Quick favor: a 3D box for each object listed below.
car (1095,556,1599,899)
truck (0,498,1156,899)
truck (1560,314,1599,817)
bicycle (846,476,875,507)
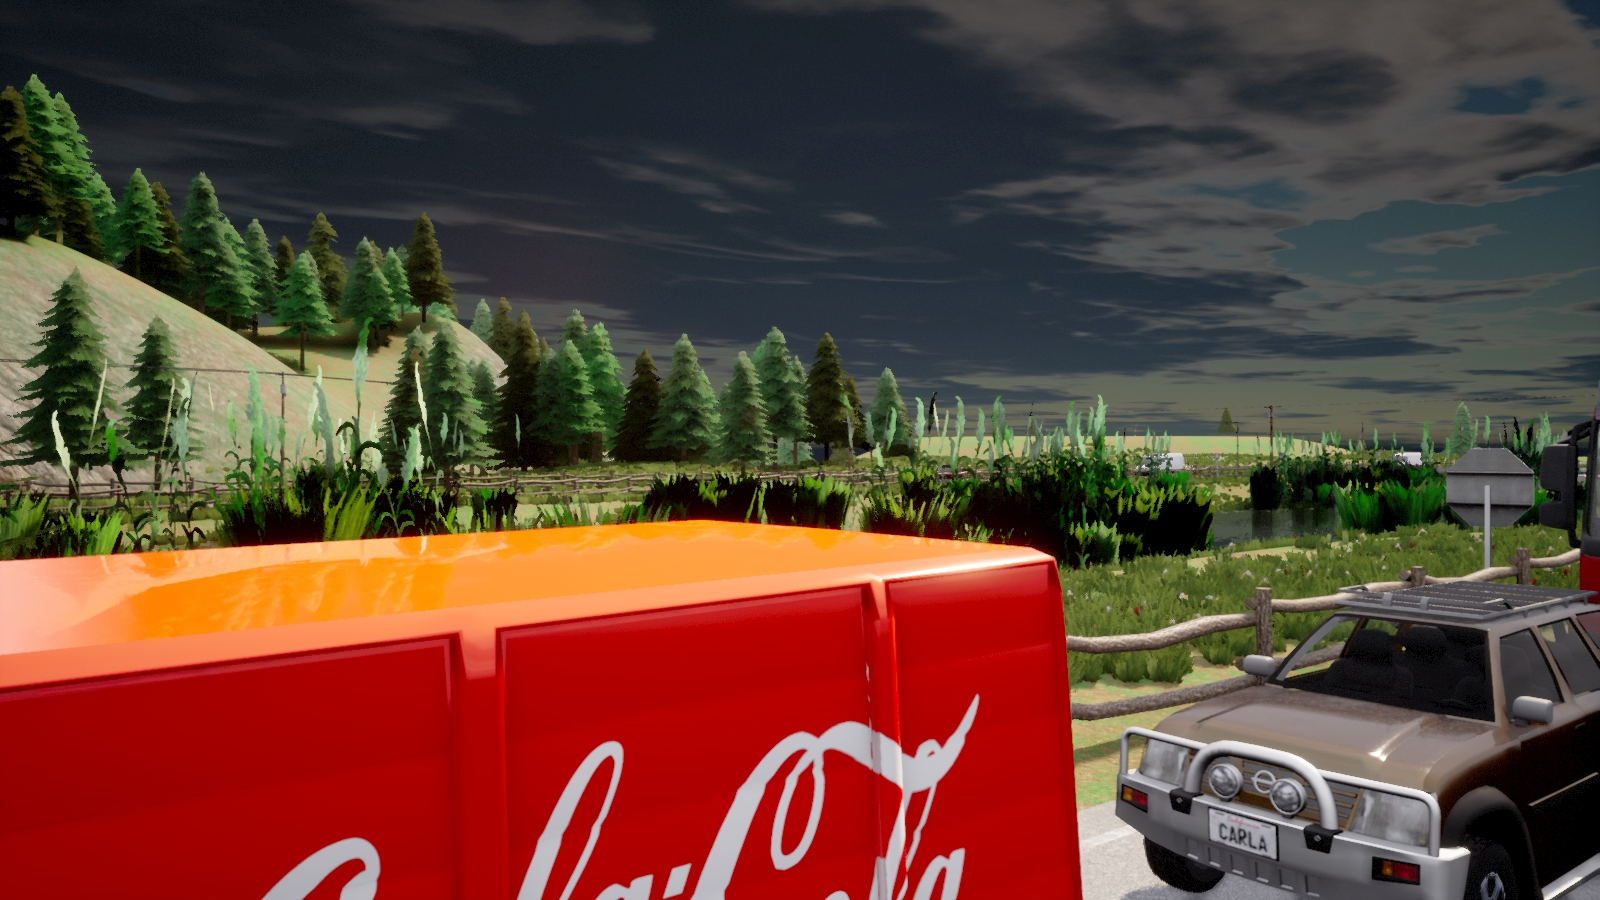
[{"bbox_3d":[4.194,1.833,7.603,4.605,1.855,1.932,0,0,-39],"label":"car"},{"bbox_3d":[-1.786,1.516,2.831,5.204,2.467,2.627,-2,1,-39],"label":"truck"},{"bbox_3d":[9.818,0.861,11.016,2.891,3.827,8.468,0,1,42],"label":"truck"},{"bbox_3d":[2.980,2.029,56.107,1.643,1.496,0.373,0,0,-42],"label":"bicycle"}]
